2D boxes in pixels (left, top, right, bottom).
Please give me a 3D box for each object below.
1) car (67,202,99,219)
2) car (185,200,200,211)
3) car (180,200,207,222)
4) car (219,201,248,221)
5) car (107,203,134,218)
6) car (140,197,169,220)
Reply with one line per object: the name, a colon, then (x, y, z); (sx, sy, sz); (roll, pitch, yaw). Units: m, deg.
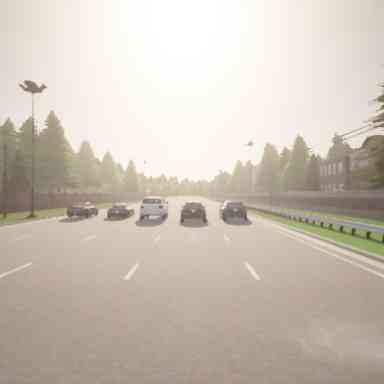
car: (-10.384, 1.708, 31.975); (2.128, 1.511, 4.902); (0, 0, 0)
car: (0.126, 1.871, 48.025); (2.033, 1.411, 5.357); (0, 0, 0)
car: (0.114, 1.542, 28.285); (2.097, 1.767, 4.553); (0, 0, 0)
car: (3.615, 1.552, 29.760); (2.097, 1.767, 4.553); (0, 0, 0)
car: (-6.883, 1.783, 32.447); (1.994, 1.385, 4.181); (0, 0, 0)
car: (-3.385, 1.427, 30.302); (2.150, 2.045, 5.566); (0, 0, 0)
